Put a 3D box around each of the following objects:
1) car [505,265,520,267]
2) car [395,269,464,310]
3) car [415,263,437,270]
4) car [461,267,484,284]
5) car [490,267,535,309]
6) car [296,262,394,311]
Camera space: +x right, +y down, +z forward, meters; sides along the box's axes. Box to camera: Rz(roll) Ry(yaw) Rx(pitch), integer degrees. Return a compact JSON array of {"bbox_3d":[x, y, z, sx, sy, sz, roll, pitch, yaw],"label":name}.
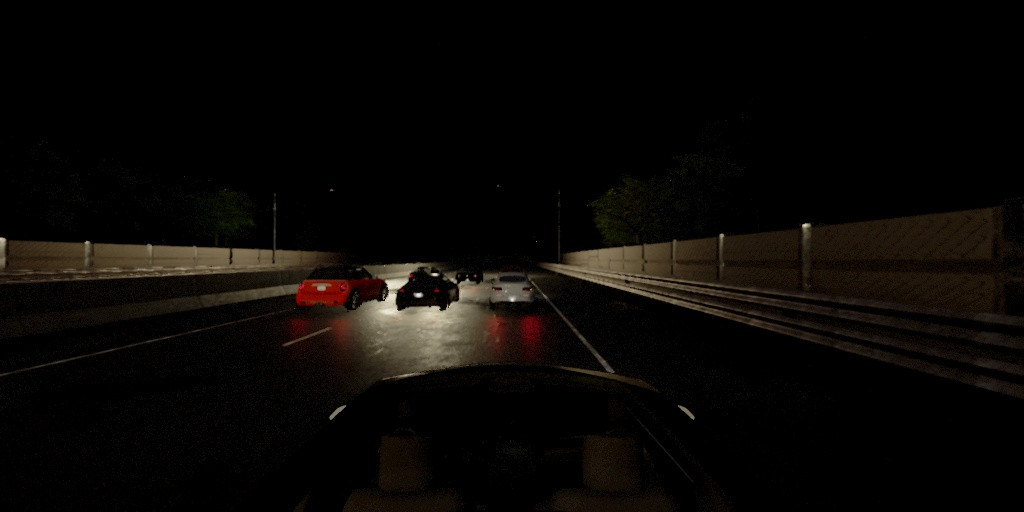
[{"bbox_3d":[0.052,1.499,31.090,1.882,1.535,5.008,0,0,1],"label":"car"},{"bbox_3d":[-3.464,1.442,15.360,1.994,1.385,4.181,0,0,0],"label":"car"},{"bbox_3d":[-6.968,1.554,29.363,2.033,1.411,5.357,0,-1,0],"label":"car"},{"bbox_3d":[-3.460,1.613,30.098,1.895,1.301,4.718,0,0,0],"label":"car"},{"bbox_3d":[0.036,1.407,15.764,1.812,1.442,4.674,0,0,1],"label":"car"},{"bbox_3d":[-6.969,1.228,15.273,2.097,1.767,4.553,0,-1,0],"label":"car"}]
